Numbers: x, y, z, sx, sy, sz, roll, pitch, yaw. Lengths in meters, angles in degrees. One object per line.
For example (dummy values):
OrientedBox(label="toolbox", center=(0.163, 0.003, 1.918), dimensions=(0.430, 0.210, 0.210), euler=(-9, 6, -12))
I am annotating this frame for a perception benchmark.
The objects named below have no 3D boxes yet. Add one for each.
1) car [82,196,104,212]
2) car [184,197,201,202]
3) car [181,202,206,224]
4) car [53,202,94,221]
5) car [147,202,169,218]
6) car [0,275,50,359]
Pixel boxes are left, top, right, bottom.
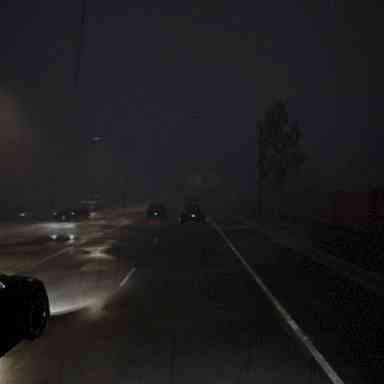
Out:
OrientedBox(label="car", center=(-14.075, 1.647, 46.948), dimensions=(2.150, 2.045, 5.566), euler=(0, 0, 1))
OrientedBox(label="car", center=(0.079, 1.664, 47.965), dimensions=(2.150, 2.045, 5.566), euler=(0, 0, 0))
OrientedBox(label="car", center=(0.088, 1.817, 27.391), dimensions=(1.994, 1.385, 4.181), euler=(0, 0, 0))
OrientedBox(label="car", center=(-10.607, 1.873, 29.709), dimensions=(1.895, 1.301, 4.718), euler=(0, -1, 0))
OrientedBox(label="car", center=(-3.415, 1.816, 33.686), dimensions=(1.837, 1.490, 4.892), euler=(0, 0, 0))
OrientedBox(label="car", center=(-3.401, 1.602, 3.992), dimensions=(1.994, 1.385, 4.181), euler=(0, 0, 0))
